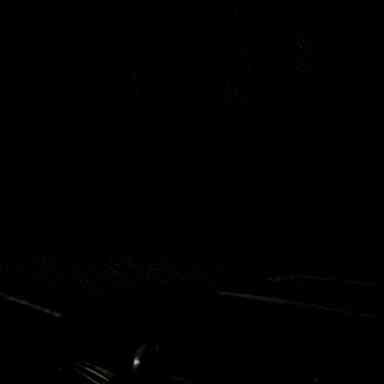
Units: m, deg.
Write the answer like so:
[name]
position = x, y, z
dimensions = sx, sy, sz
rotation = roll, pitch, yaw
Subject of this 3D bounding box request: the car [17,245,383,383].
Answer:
[car]
position = 0.941, 1.315, 2.138
dimensions = 5.009, 1.841, 2.192
rotation = 0, 0, 35
